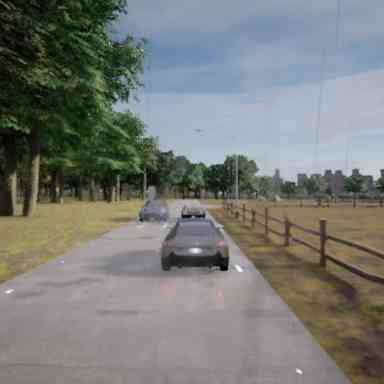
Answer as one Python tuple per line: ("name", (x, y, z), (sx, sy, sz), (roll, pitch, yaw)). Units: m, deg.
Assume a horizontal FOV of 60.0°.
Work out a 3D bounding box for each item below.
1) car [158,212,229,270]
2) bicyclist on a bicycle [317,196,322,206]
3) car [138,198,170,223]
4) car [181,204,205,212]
("car", (0.094, 1.562, 11.003), (1.994, 1.385, 4.181), (0, 0, 0))
("bicyclist on a bicycle", (19.925, 1.498, 52.102), (0.582, 1.620, 1.656), (0, 0, 0))
("car", (-2.842, 1.368, 25.951), (2.097, 1.767, 4.553), (0, 0, 0))
("car", (0.101, 1.620, 27.156), (1.895, 1.301, 4.718), (0, 0, 0))
